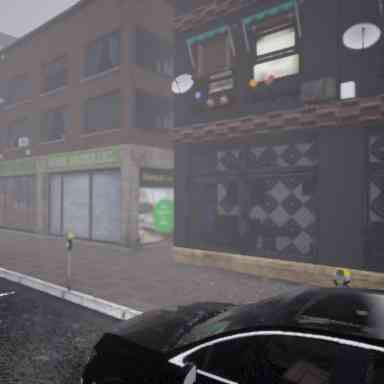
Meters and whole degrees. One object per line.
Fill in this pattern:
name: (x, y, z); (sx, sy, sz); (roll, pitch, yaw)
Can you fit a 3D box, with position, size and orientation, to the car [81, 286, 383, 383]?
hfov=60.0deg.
car: (1.113, 1.552, 2.545); (4.892, 1.490, 1.837); (0, -1, 38)
